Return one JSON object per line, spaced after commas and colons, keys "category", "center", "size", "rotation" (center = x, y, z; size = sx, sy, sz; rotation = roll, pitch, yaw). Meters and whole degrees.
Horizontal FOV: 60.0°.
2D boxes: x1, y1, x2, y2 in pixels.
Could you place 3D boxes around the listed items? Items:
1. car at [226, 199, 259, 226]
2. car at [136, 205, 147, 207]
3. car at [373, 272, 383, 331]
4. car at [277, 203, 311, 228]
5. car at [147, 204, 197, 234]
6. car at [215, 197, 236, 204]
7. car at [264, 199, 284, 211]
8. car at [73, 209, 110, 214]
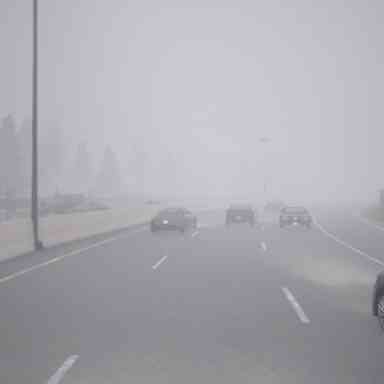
{"category": "car", "center": [3.638, 1.491, 23.684], "size": [1.882, 1.535, 5.008], "rotation": [0, 0, 15]}
{"category": "car", "center": [-4.282, 1.553, 33.825], "size": [1.994, 1.385, 4.181], "rotation": [0, 0, 20]}
{"category": "car", "center": [3.838, 1.504, 3.601], "size": [2.128, 1.511, 4.902], "rotation": [0, 0, 3]}
{"category": "car", "center": [6.852, 1.624, 22.340], "size": [1.895, 1.301, 4.718], "rotation": [0, 0, 15]}
{"category": "car", "center": [-0.966, 1.562, 19.606], "size": [1.994, 1.385, 4.181], "rotation": [0, 0, 12]}
{"category": "car", "center": [6.878, 1.622, 67.775], "size": [1.895, 1.301, 4.718], "rotation": [0, 0, 39]}
{"category": "car", "center": [10.075, 1.560, 40.259], "size": [1.812, 1.442, 4.674], "rotation": [0, 0, 26]}
{"category": "car", "center": [-9.196, 1.537, 30.160], "size": [1.994, 1.385, 4.181], "rotation": [0, 0, 17]}
